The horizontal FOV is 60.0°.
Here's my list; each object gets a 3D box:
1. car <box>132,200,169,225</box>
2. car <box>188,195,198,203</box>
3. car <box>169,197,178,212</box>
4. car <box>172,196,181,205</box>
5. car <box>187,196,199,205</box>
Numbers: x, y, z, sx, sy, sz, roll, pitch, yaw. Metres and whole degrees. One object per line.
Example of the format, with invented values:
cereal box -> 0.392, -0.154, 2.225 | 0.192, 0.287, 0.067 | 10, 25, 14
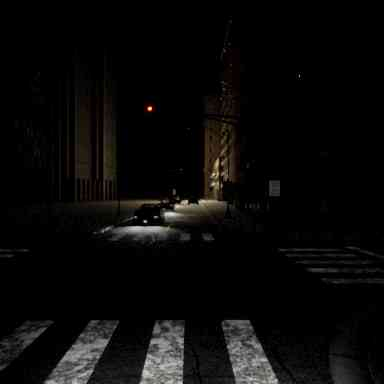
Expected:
car -> -3.061, 1.549, 24.439 | 2.033, 1.411, 5.357 | 0, 0, 0
car -> 0.208, 1.476, 67.846 | 1.882, 1.535, 5.008 | 0, 0, 0
car -> -3.037, 1.602, 39.052 | 1.895, 1.301, 4.718 | 0, 0, 0
car -> -2.908, 1.504, 58.873 | 2.128, 1.511, 4.902 | 0, 0, 0
car -> 0.196, 1.525, 57.937 | 1.812, 1.442, 4.674 | 0, 0, 0
